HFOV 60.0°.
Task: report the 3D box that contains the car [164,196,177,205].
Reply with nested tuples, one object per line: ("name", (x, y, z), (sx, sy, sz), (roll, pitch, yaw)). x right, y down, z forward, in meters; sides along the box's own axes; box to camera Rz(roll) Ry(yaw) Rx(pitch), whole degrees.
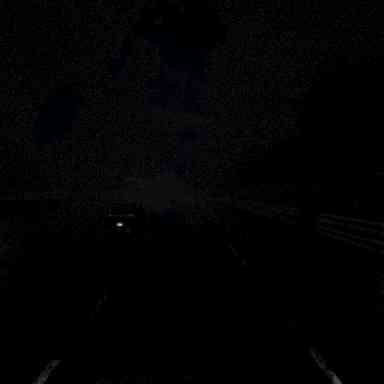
("car", (-4.262, 1.569, 61.977), (1.837, 1.490, 4.892), (0, -1, -1))

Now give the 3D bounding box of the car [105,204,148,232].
("car", (-3.742, 1.436, 19.469), (2.128, 1.511, 4.902), (0, 0, -1))
